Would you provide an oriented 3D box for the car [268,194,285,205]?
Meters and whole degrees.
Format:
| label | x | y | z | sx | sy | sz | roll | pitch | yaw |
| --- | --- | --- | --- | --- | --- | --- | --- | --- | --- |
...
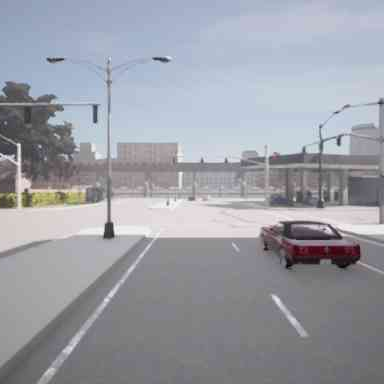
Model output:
| label | x | y | z | sx | sy | sz | roll | pitch | yaw |
| --- | --- | --- | --- | --- | --- | --- | --- | --- | --- |
| car | 13.201 | 1.208 | 52.424 | 2.242 | 1.667 | 4.611 | 0 | 0 | 0 |

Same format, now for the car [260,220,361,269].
| label | x | y | z | sx | sy | sz | roll | pitch | yaw |
| --- | --- | --- | --- | --- | --- | --- | --- | --- | --- |
| car | 3.574 | 1.582 | 11.071 | 1.895 | 1.301 | 4.718 | 0 | 0 | 0 |

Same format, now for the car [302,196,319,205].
| label | x | y | z | sx | sy | sz | roll | pitch | yaw |
| --- | --- | --- | --- | --- | --- | --- | --- | --- | --- |
| car | 18.946 | 1.368 | 53.187 | 1.970 | 1.475 | 3.806 | 0 | 0 | 0 |

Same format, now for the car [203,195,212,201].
| label | x | y | z | sx | sy | sz | roll | pitch | yaw |
| --- | --- | --- | --- | --- | --- | --- | --- | --- | --- |
| car | 3.486 | 1.386 | 77.098 | 1.812 | 1.442 | 4.674 | 0 | 0 | 0 |

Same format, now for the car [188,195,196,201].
| label | x | y | z | sx | sy | sz | roll | pitch | yaw |
| --- | --- | --- | --- | --- | --- | --- | --- | --- | --- |
| car | -0.014 | 1.402 | 77.097 | 2.033 | 1.411 | 5.357 | 0 | 0 | 0 |
